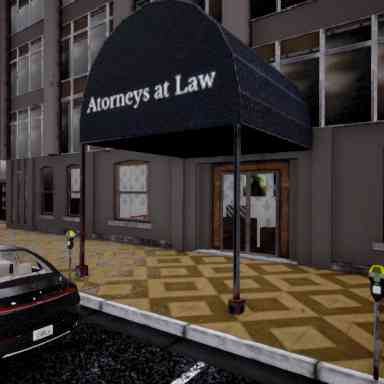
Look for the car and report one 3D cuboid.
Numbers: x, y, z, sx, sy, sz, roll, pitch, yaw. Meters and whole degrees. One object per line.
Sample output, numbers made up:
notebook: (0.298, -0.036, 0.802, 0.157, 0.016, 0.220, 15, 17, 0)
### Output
car: (-3.663, 1.550, 5.493, 4.403, 1.369, 2.008, 0, 0, 36)
